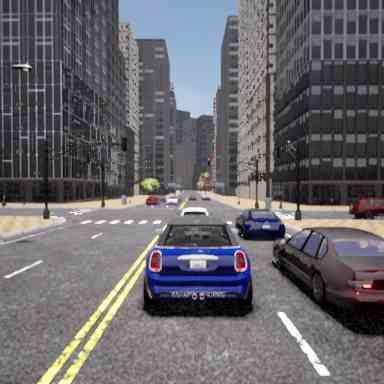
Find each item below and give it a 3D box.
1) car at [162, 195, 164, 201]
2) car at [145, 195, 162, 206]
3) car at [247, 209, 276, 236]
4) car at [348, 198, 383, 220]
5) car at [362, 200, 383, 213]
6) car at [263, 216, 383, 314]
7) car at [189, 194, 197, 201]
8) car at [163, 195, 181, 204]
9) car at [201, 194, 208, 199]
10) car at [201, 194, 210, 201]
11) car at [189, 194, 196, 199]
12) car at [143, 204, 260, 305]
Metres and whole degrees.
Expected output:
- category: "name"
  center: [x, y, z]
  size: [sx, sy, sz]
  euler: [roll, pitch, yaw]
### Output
- category: "car"
  center: [-6.353, 1.416, 70.109]
  size: [2.033, 1.411, 5.357]
  euler: [0, 0, 0]
- category: "car"
  center: [-6.465, 1.387, 54.699]
  size: [1.882, 1.535, 5.008]
  euler: [0, 0, 0]
- category: "car"
  center: [3.384, 1.539, 17.108]
  size: [1.994, 1.385, 4.181]
  euler: [0, 0, 0]
- category: "car"
  center: [16.262, 1.493, 28.852]
  size: [5.009, 1.841, 2.192]
  euler: [1, 0, 1]
- category: "car"
  center: [21.888, 1.609, 37.127]
  size: [4.829, 1.417, 1.752]
  euler: [1, 1, 1]
- category: "car"
  center: [3.366, 1.536, 7.869]
  size: [2.033, 1.411, 5.357]
  euler: [0, 0, 0]
- category: "car"
  center: [0.168, 1.386, 79.676]
  size: [2.033, 1.411, 5.357]
  euler: [0, 0, 0]
- category: "car"
  center: [-3.216, 1.436, 54.367]
  size: [1.812, 1.442, 4.674]
  euler: [0, 0, 0]
- category: "car"
  center: [3.440, 1.185, 90.085]
  size: [1.812, 1.442, 4.674]
  euler: [0, 0, 0]
- category: "car"
  center: [3.419, 1.441, 80.114]
  size: [1.895, 1.301, 4.718]
  euler: [0, 0, 0]
- category: "car"
  center: [0.190, 1.185, 90.093]
  size: [1.812, 1.442, 4.674]
  euler: [0, 0, 0]
- category: "car"
  center: [0.117, 1.341, 8.211]
  size: [2.097, 1.767, 4.553]
  euler: [0, 0, 0]
